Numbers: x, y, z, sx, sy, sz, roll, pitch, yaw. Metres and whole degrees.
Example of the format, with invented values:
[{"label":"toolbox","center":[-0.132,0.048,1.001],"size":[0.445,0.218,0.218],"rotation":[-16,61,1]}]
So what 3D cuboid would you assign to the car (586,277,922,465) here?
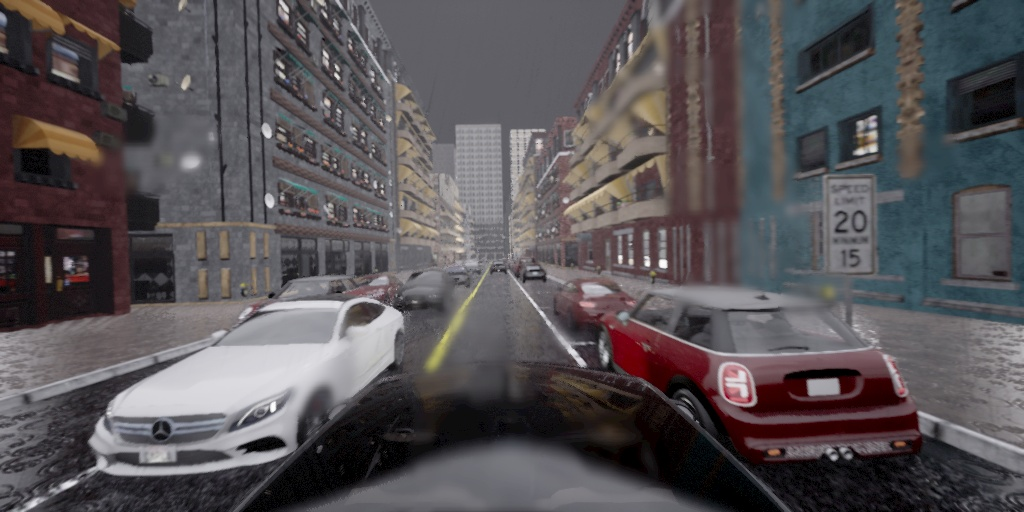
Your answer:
[{"label":"car","center":[2.549,1.120,4.937],"size":[1.967,1.591,4.097],"rotation":[0,0,-3]}]

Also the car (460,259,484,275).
[{"label":"car","center":[-4.332,1.355,39.414],"size":[1.812,1.442,4.674],"rotation":[-1,0,-2]}]

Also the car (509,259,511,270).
[{"label":"car","center":[1.061,1.236,38.197],"size":[2.007,1.370,4.403],"rotation":[0,0,-3]}]

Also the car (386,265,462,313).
[{"label":"car","center":[-3.320,1.329,14.469],"size":[1.837,1.490,4.892],"rotation":[-2,0,-3]}]

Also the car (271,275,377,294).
[{"label":"car","center":[-5.575,1.328,10.107],"size":[1.967,1.591,4.097],"rotation":[0,0,-3]}]

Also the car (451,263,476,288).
[{"label":"car","center":[-3.748,1.390,24.407],"size":[1.994,1.385,4.181],"rotation":[-2,0,-2]}]

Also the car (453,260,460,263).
[{"label":"car","center":[-7.301,1.333,48.913],"size":[1.967,1.591,4.097],"rotation":[0,0,-3]}]

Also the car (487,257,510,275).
[{"label":"car","center":[-1.511,1.257,40.163],"size":[1.837,1.490,4.892],"rotation":[-2,0,-2]}]

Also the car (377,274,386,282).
[{"label":"car","center":[-5.822,1.471,15.651],"size":[1.802,1.307,4.207],"rotation":[0,0,-3]}]

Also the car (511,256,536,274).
[{"label":"car","center":[1.308,1.000,32.654],"size":[2.192,1.841,5.009],"rotation":[0,0,-3]}]

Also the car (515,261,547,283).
[{"label":"car","center":[1.554,1.250,27.110],"size":[1.948,1.339,4.313],"rotation":[0,0,-3]}]

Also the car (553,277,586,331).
[{"label":"car","center":[2.299,1.263,10.480],"size":[1.802,1.307,4.207],"rotation":[0,0,-3]}]

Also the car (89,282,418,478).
[{"label":"car","center":[-2.919,1.349,5.238],"size":[1.812,1.442,4.674],"rotation":[-2,0,-1]}]
